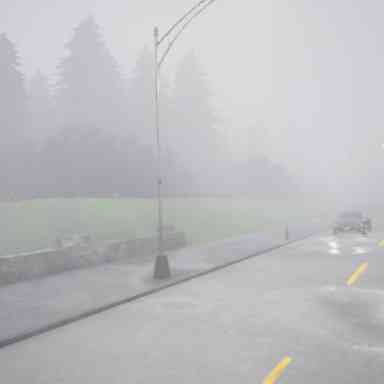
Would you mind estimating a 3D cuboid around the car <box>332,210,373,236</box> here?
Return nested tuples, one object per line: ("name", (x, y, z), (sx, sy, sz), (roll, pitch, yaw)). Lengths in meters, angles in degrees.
("car", (10.415, 1.939, 21.498), (1.837, 1.490, 4.892), (-3, -2, 34))
